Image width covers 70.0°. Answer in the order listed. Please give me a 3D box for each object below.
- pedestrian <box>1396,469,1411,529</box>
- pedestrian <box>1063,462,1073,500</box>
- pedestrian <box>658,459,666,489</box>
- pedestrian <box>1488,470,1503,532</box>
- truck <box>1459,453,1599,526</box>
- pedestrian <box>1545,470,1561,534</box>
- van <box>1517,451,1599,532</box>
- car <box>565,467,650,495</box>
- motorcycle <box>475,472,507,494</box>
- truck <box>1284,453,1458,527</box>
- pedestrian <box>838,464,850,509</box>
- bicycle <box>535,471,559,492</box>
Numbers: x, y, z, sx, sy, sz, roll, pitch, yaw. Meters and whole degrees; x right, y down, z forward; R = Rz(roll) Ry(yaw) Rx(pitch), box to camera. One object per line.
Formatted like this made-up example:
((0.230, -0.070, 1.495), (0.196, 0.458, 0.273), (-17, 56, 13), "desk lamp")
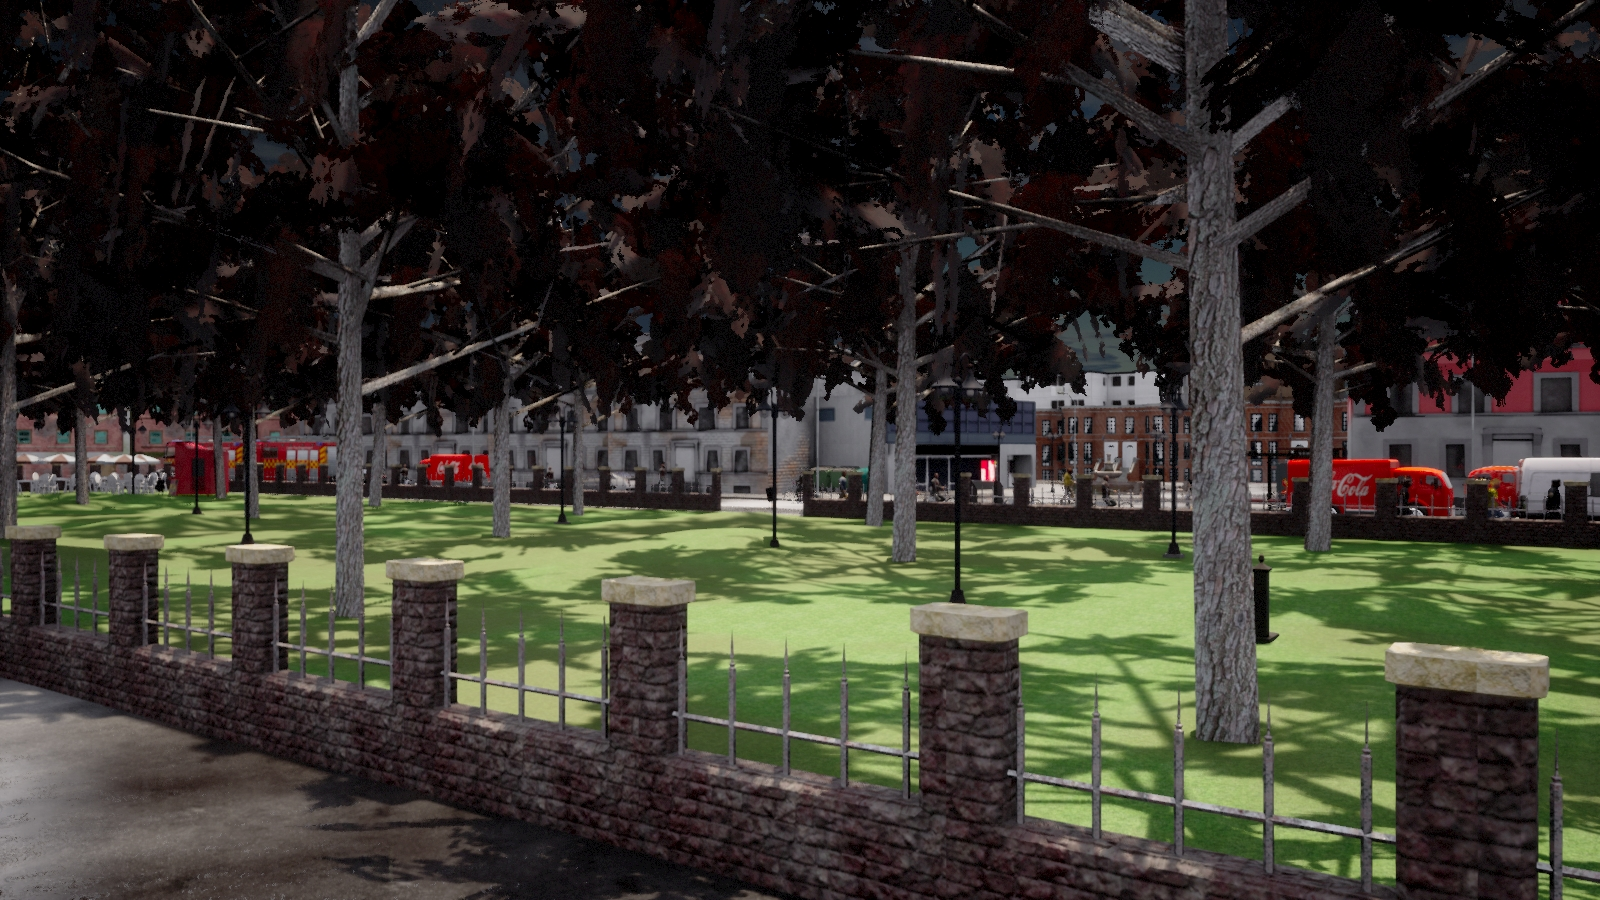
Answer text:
((18.889, 1.524, 35.755), (0.375, 1.860, 0.375), (0, 0, 36), "pedestrian")
((13.159, 1.520, 56.062), (0.375, 1.860, 0.375), (0, 0, 36), "pedestrian")
((-8.698, 1.514, 71.987), (0.375, 1.860, 0.375), (0, 0, 35), "pedestrian")
((20.901, 1.523, 34.327), (0.375, 1.860, 0.375), (0, 0, 35), "pedestrian")
((26.757, 1.347, 40.962), (5.204, 2.467, 2.627), (0, 0, 35), "truck")
((22.075, 1.526, 33.491), (0.375, 1.860, 0.375), (0, 0, 36), "pedestrian")
((26.365, 1.314, 36.365), (5.915, 2.561, 1.988), (0, 0, 35), "van")
((-11.432, 1.817, 67.802), (4.902, 1.511, 2.128), (0, 0, 35), "car")
((-18.345, 1.951, 67.794), (1.805, 1.236, 0.856), (0, 0, 35), "motorcycle")
((20.272, 1.346, 40.631), (5.204, 2.467, 2.627), (0, 0, 35), "truck")
((1.829, 1.520, 47.747), (0.375, 1.860, 0.375), (0, 0, 33), "pedestrian")
((-15.681, 1.929, 70.806), (1.835, 1.271, 0.329), (0, 0, 35), "bicycle")
